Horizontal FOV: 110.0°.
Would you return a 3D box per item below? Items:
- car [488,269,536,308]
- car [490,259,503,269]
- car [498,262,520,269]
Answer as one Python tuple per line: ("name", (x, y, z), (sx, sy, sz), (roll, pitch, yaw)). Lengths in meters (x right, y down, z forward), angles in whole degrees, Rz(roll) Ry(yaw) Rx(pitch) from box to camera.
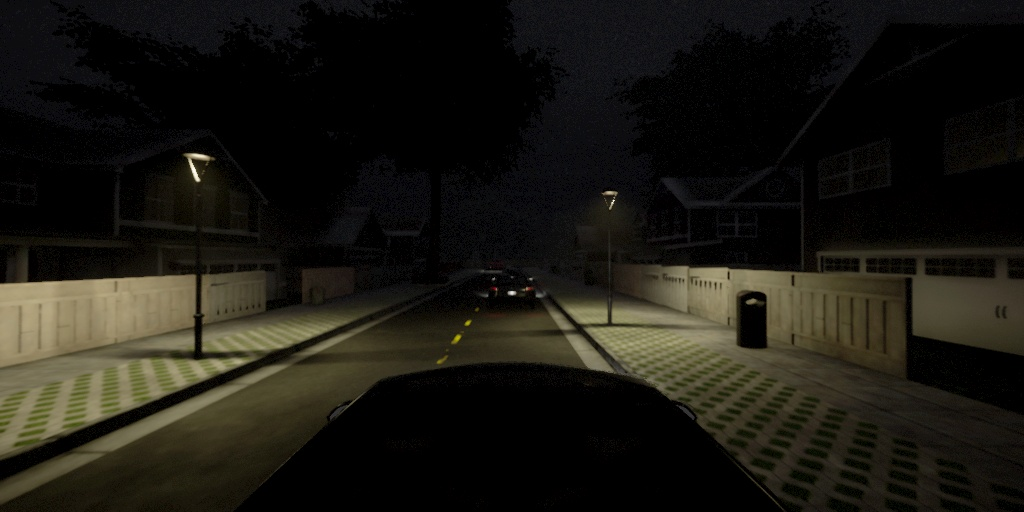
("car", (0.008, 1.446, 16.139), (1.994, 1.385, 4.181), (0, 0, 0))
("car", (-2.736, 1.512, 63.785), (2.150, 2.045, 5.566), (0, -1, 0))
("car", (0.013, 1.543, 31.218), (1.812, 1.442, 4.674), (0, 0, 0))
